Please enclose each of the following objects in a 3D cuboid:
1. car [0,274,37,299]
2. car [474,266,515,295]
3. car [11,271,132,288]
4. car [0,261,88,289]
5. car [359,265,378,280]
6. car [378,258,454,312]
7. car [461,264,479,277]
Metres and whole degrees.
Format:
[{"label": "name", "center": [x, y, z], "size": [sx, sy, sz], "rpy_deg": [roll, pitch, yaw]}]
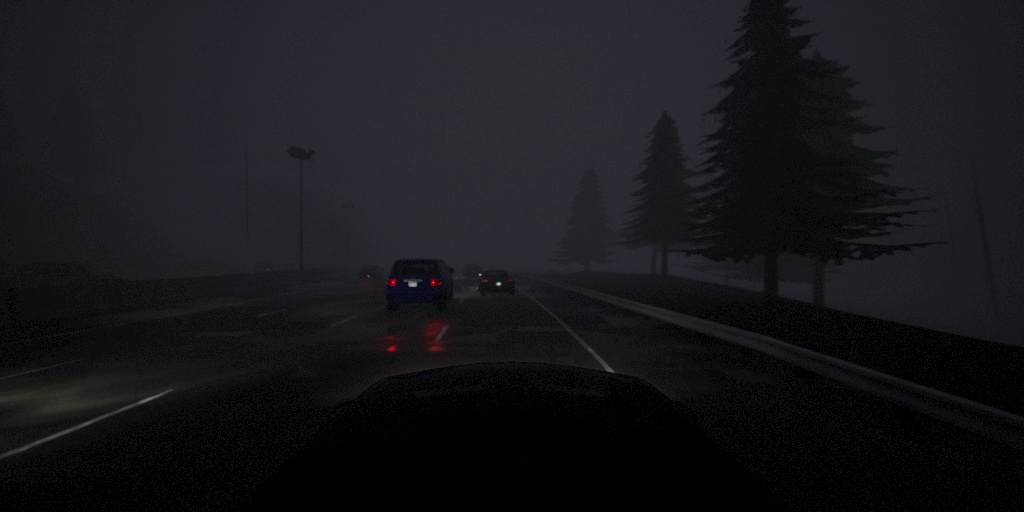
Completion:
[{"label": "car", "center": [-29.208, 1.727, 19.101], "size": [1.895, 1.301, 4.718], "rpy_deg": [0, -1, -7]}, {"label": "car", "center": [-1.003, 1.496, 21.366], "size": [1.994, 1.385, 4.181], "rpy_deg": [0, 0, -8]}, {"label": "car", "center": [-22.137, 1.632, 18.662], "size": [1.994, 1.385, 4.181], "rpy_deg": [0, -1, -7]}, {"label": "car", "center": [-25.648, 1.317, 18.801], "size": [2.150, 2.045, 5.566], "rpy_deg": [0, 0, -7]}, {"label": "car", "center": [-14.345, 1.674, 36.687], "size": [1.837, 1.490, 4.892], "rpy_deg": [1, 0, -14]}, {"label": "car", "center": [-3.759, 1.122, 15.331], "size": [2.150, 2.045, 5.566], "rpy_deg": [0, 0, -5]}, {"label": "car", "center": [-4.729, 1.617, 41.637], "size": [1.882, 1.535, 5.008], "rpy_deg": [0, -1, -15]}]
